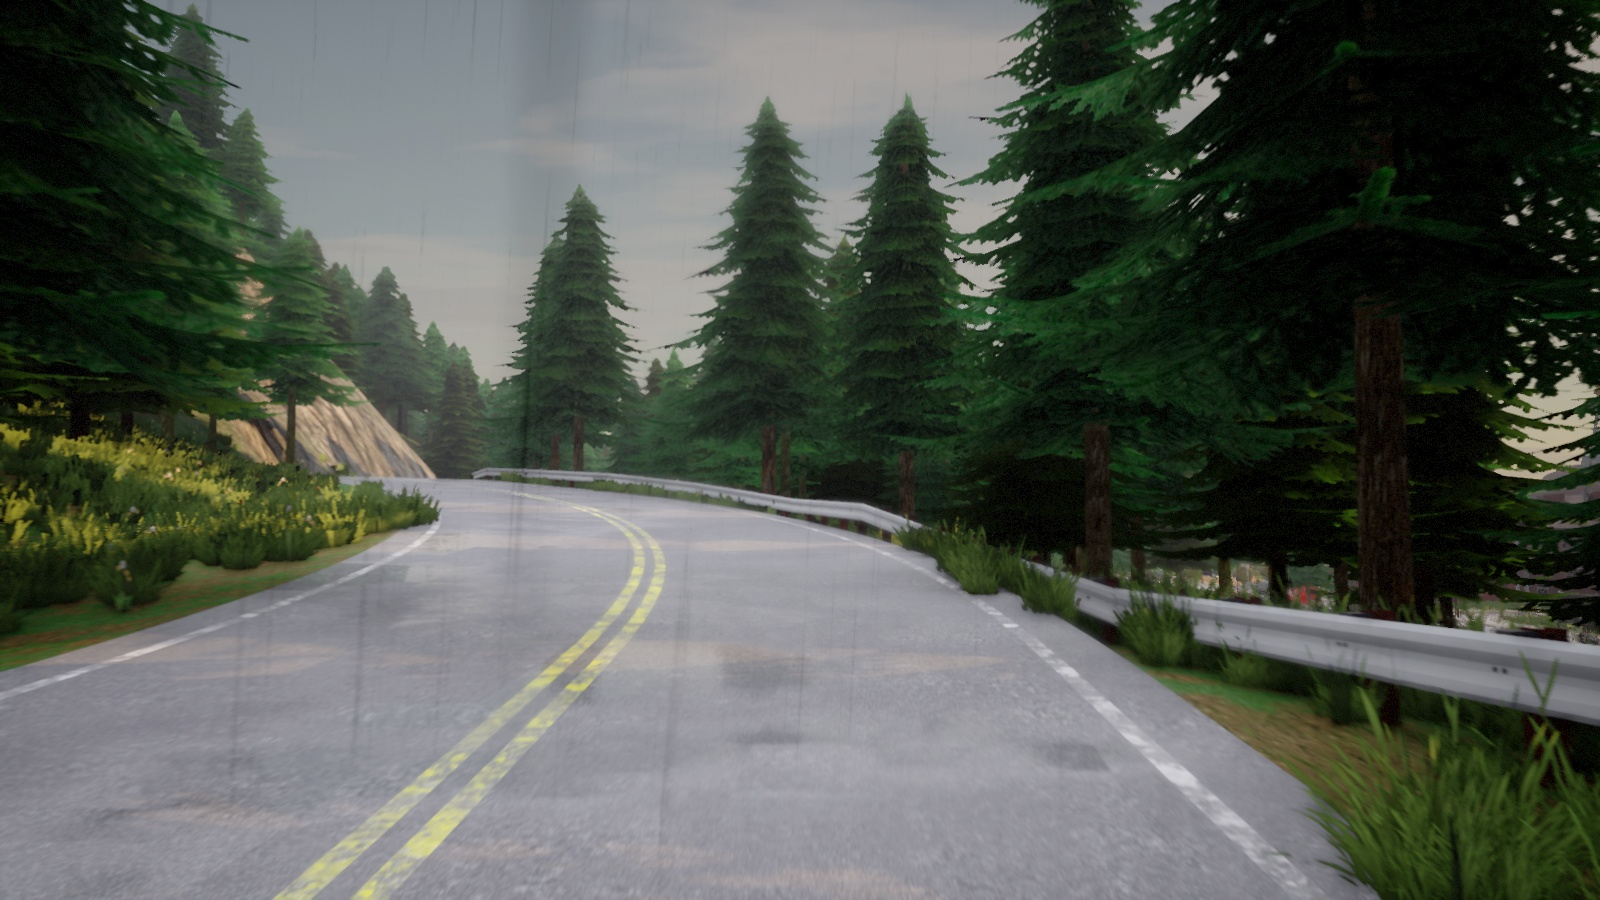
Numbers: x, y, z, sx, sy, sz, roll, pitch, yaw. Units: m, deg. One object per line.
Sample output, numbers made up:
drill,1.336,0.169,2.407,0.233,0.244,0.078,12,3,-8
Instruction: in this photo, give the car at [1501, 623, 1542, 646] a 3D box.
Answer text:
car,48.006,12.278,83.575,1.481,1.376,2.207,0,-4,4

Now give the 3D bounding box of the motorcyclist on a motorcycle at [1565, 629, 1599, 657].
motorcyclist on a motorcycle,48.050,11.779,76.820,0.866,1.530,2.191,1,-4,-10
